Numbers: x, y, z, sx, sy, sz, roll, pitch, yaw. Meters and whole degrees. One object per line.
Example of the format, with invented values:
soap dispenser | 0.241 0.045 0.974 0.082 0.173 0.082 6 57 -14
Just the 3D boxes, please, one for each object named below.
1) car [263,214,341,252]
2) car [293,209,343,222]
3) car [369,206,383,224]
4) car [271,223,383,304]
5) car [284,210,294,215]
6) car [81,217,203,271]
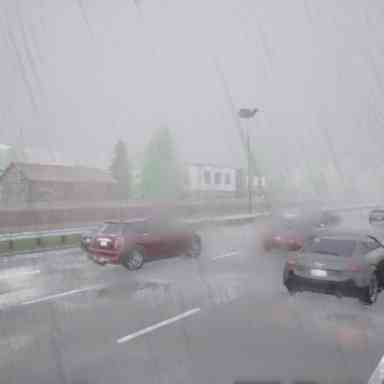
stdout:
car | 4.935 1.914 15.128 1.994 1.385 4.181 -3 -2 41
car | 10.525 2.122 26.979 2.033 1.411 5.357 -3 -2 41
car | 16.807 1.980 28.923 2.128 1.511 4.902 -3 -2 41
car | 4.067 1.744 8.757 1.994 1.385 4.181 -3 -2 41
car | 10.783 2.339 32.641 1.895 1.301 4.718 -3 -2 41
car | -1.598 1.787 12.910 2.097 1.767 4.553 -3 -2 41
